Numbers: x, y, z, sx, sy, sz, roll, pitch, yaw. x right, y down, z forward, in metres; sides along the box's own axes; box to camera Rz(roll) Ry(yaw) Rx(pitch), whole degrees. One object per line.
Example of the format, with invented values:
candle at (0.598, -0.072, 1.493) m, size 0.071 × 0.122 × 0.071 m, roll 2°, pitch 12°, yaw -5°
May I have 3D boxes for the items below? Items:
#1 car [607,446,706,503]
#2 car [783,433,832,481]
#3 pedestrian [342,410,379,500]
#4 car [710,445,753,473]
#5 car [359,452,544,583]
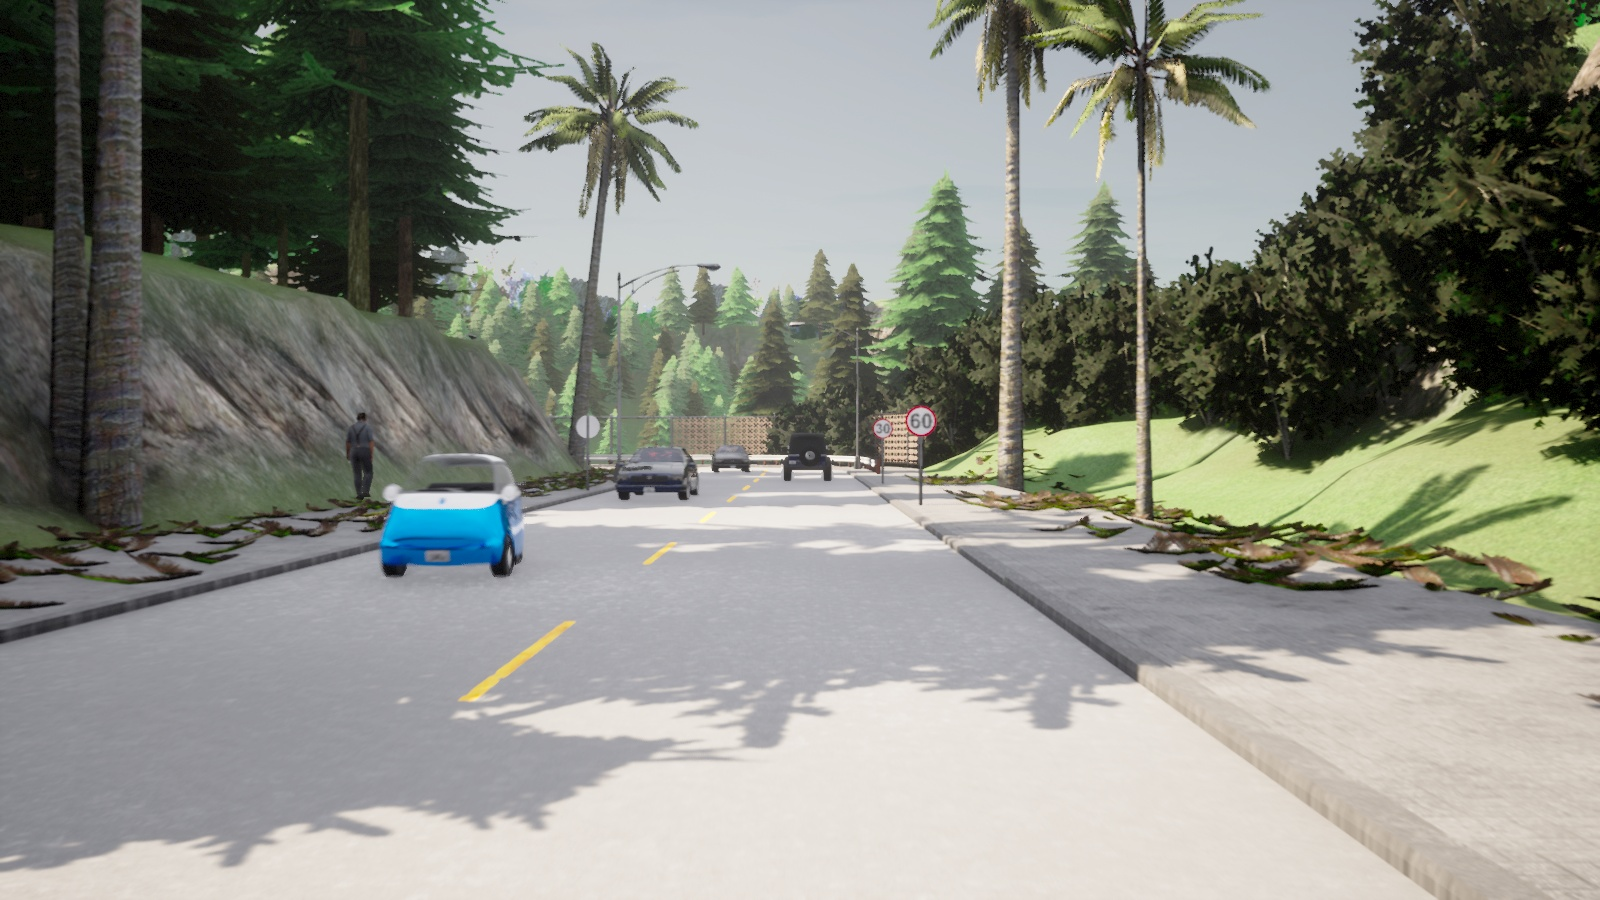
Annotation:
car at (-3.792, 0.599, 34.128) m, size 2.033 × 1.411 × 5.357 m, roll 0°, pitch 0°, yaw 0°
car at (0.299, 0.258, 50.528) m, size 1.905 × 1.878 × 3.866 m, roll 0°, pitch 0°, yaw 0°
pedestrian at (-9.110, 0.096, 26.064) m, size 0.540 × 1.848 × 0.694 m, roll 0°, pitch 0°, yaw -1°
car at (-3.559, 0.429, 64.243) m, size 2.033 × 1.411 × 5.357 m, roll 0°, pitch 0°, yaw -5°
car at (-3.904, 0.716, 14.356) m, size 1.481 × 1.376 × 2.207 m, roll 0°, pitch 0°, yaw 0°
